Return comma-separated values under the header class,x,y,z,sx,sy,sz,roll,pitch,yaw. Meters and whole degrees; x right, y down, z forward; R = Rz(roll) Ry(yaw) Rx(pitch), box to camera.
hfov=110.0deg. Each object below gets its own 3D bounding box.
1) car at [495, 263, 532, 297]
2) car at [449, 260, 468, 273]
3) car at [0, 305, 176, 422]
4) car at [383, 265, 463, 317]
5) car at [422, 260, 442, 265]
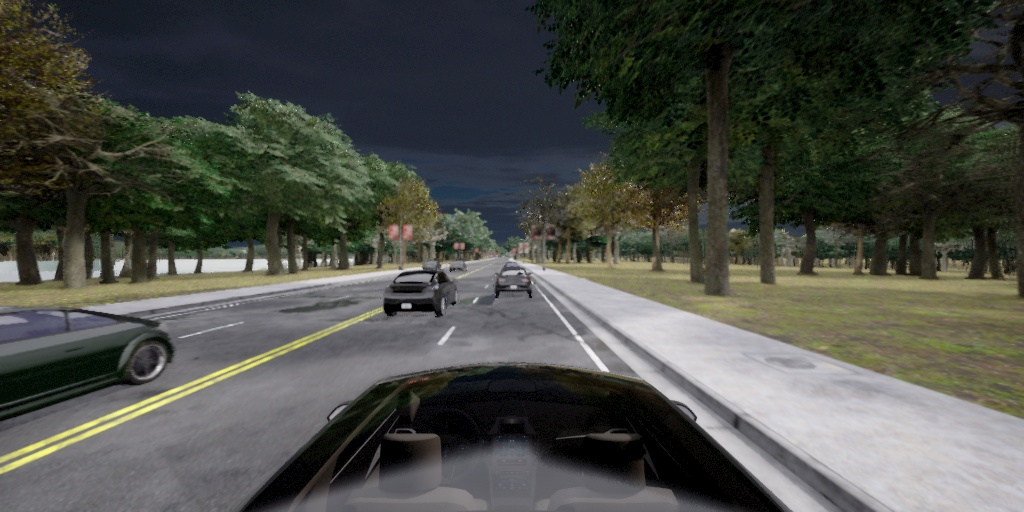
class,x,y,z,sx,sy,sz,roll,pitch,yaw
car,0.071,1.285,18.911,1.812,1.442,4.674,0,0,0
car,-6.764,1.322,45.475,1.837,1.490,4.892,0,0,0
car,-6.601,1.315,4.201,1.994,1.385,4.181,0,0,0
car,-3.162,1.259,13.153,1.837,1.490,4.892,0,0,0
car,-10.010,1.321,45.002,1.837,1.490,4.892,0,0,0
